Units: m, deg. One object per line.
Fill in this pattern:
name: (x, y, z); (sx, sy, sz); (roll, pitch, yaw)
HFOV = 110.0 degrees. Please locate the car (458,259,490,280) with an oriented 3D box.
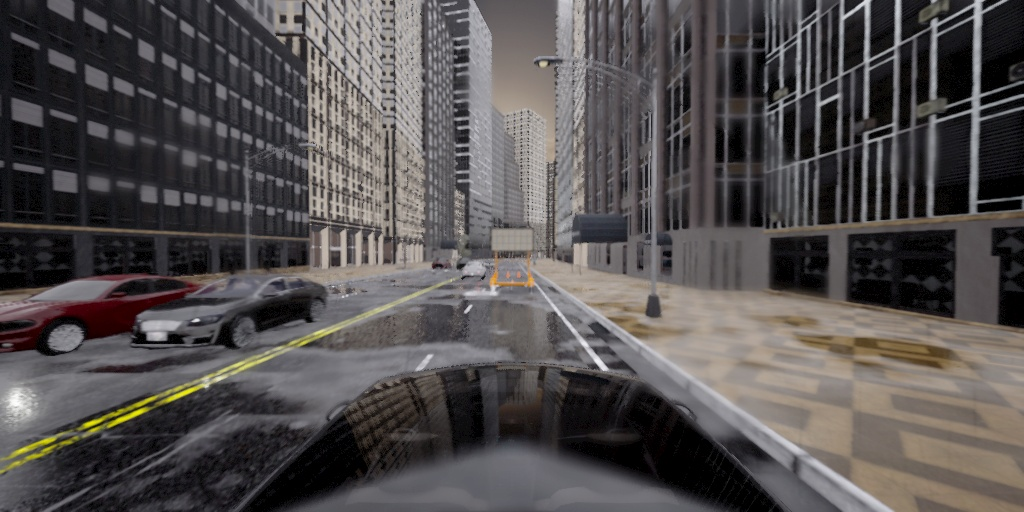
car: (-3.135, 1.201, 30.522); (1.812, 1.442, 4.674); (0, 0, 0)

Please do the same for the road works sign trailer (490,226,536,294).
road works sign trailer: (0.015, 0.167, 19.830); (2.380, 3.560, 2.880); (0, 0, 1)

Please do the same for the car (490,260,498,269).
car: (-3.125, 1.217, 52.887); (1.895, 1.301, 4.718); (0, 0, 0)

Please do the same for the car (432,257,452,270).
car: (-9.797, 0.977, 50.109); (2.097, 1.767, 4.553); (0, 0, 0)

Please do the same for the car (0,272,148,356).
car: (-9.845, 1.210, 8.789); (1.882, 1.535, 5.008); (0, 0, 0)

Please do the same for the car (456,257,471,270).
car: (-6.548, 0.976, 50.224); (2.097, 1.767, 4.553); (0, 0, 0)

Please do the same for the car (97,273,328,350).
car: (-6.594, 1.222, 9.112); (2.128, 1.511, 4.902); (0, 0, 0)
